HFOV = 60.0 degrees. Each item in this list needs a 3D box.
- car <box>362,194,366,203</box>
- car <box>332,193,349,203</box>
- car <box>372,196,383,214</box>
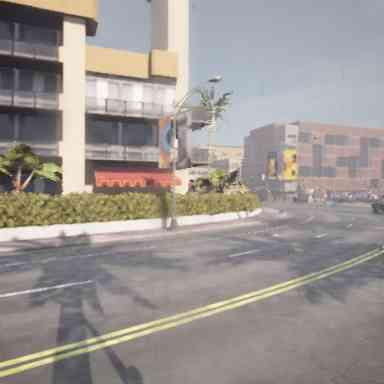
[{"bbox_3d":[43.399,1.920,81.708,1.816,1.474,4.193,0,0,-21],"label":"car"},{"bbox_3d":[36.323,1.745,78.939,2.185,1.767,4.553,0,0,-21],"label":"car"},{"bbox_3d":[22.005,1.457,37.087,2.150,2.045,5.566,0,0,10],"label":"car"}]
